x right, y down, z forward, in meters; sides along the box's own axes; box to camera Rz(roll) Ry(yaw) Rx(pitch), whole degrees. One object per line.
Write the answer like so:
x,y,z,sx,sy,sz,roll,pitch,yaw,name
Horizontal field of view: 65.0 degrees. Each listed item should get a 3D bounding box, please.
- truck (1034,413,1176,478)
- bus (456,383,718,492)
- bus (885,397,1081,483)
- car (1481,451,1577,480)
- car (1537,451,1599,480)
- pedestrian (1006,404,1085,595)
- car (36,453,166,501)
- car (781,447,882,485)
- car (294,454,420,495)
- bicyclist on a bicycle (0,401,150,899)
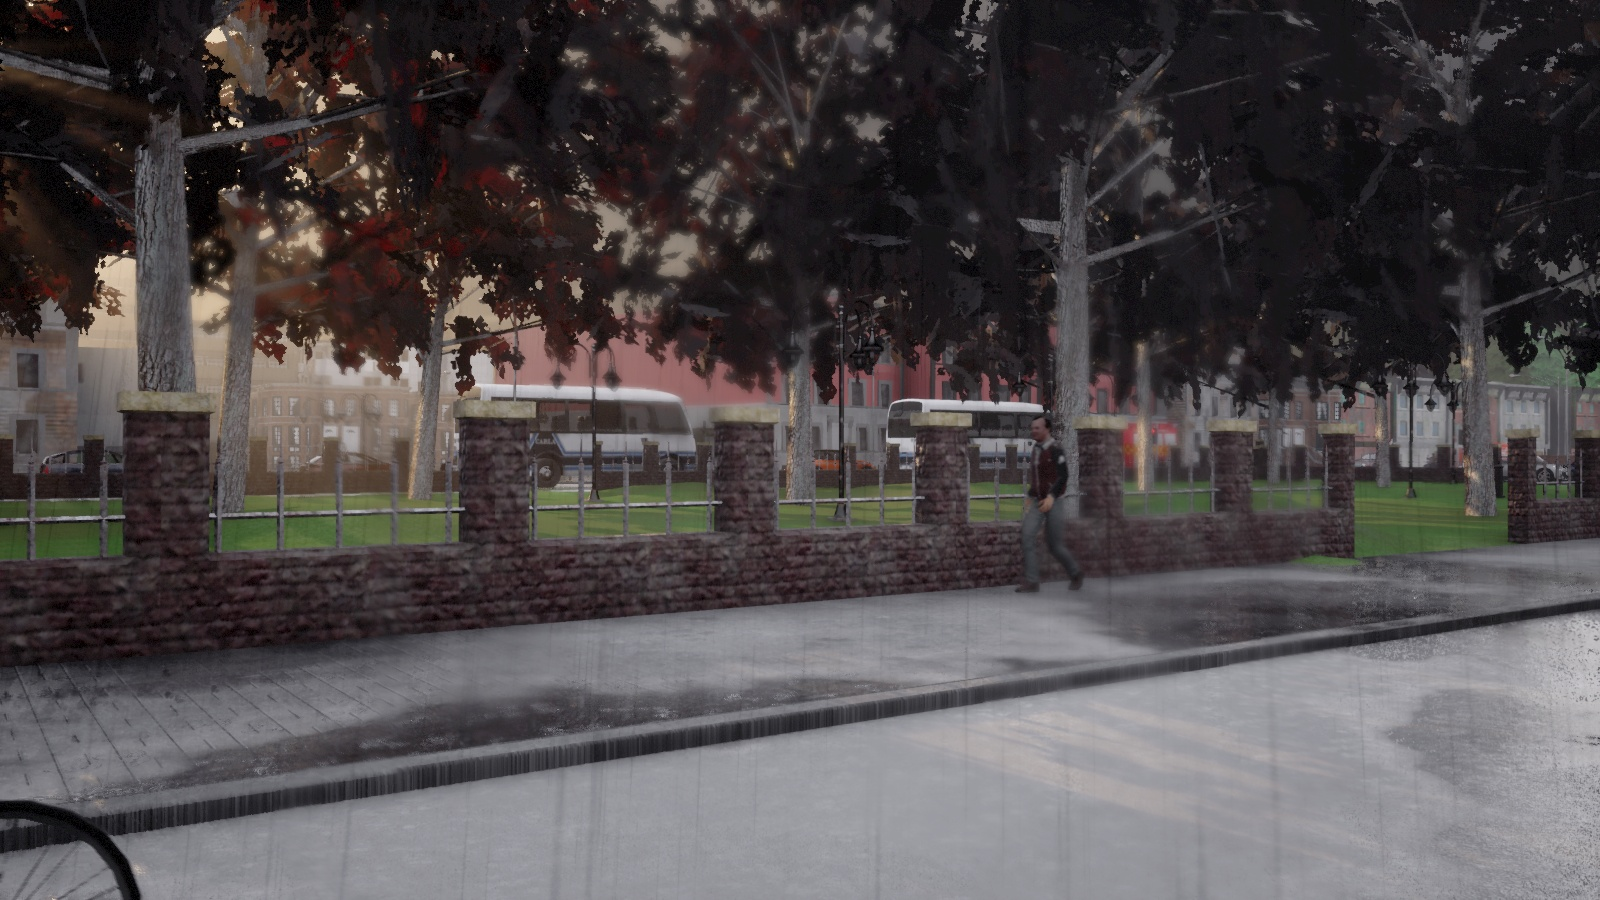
18.774,-0.271,77.204,8.468,3.827,2.891,0,0,-23,truck
-8.897,-0.482,53.337,10.273,4.253,3.944,0,0,-35,bus
9.780,-0.490,66.470,10.273,4.253,3.944,0,0,-34,bus
37.564,0.789,64.729,1.970,1.475,3.806,0,0,-37,car
41.705,0.817,65.877,2.163,1.488,4.792,0,0,-35,car
2.447,0.480,12.526,0.720,1.854,0.376,0,0,-35,pedestrian
-23.848,0.879,42.861,3.705,1.549,1.789,0,0,-35,car
1.542,0.748,60.656,4.553,1.767,2.097,0,0,-35,car
-16.821,0.911,47.789,4.193,1.474,1.816,0,0,-35,car
-2.335,0.709,2.636,1.656,1.620,0.582,0,0,-35,bicyclist on a bicycle
